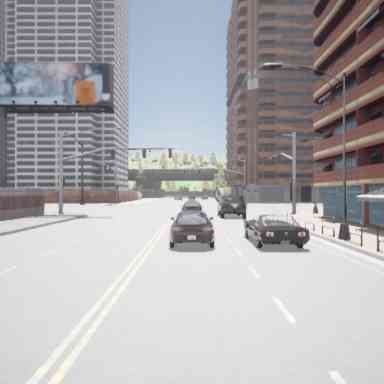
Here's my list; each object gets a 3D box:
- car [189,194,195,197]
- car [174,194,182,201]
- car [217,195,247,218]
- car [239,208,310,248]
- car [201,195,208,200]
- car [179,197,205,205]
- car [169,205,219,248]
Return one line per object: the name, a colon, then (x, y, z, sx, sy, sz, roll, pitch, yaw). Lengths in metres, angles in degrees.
car: (0.000, 1.424, 90.472, 1.837, 1.490, 4.892, 0, 0, 0)
car: (-3.500, 1.348, 87.113, 2.097, 1.767, 4.553, 0, 0, 0)
car: (3.500, 1.256, 29.680, 2.150, 2.045, 5.566, 0, 0, 0)
car: (3.500, 1.614, 14.680, 1.895, 1.301, 4.718, 0, 0, 0)
car: (3.500, 1.462, 90.474, 2.033, 1.411, 5.357, 0, 0, 0)
car: (0.000, 1.515, 29.650, 1.837, 1.490, 4.892, 0, 0, 0)
car: (0.000, 1.531, 14.650, 1.812, 1.442, 4.674, 0, 0, 0)
